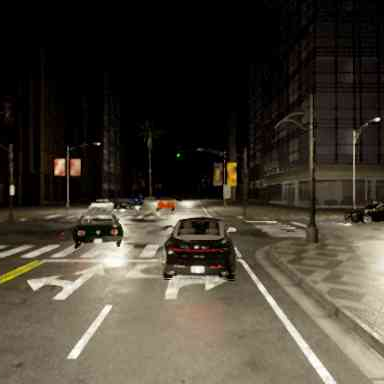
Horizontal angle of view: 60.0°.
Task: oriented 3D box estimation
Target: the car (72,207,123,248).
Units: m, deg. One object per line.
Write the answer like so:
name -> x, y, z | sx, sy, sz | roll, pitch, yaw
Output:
car -> -4.201, 1.580, 14.856 | 1.895, 1.301, 4.718 | 0, 0, -16

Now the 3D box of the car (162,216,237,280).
car -> 0.270, 1.494, 9.944 | 1.837, 1.490, 4.892 | 0, 0, 3

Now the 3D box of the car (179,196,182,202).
car -> -3.236, 1.666, 78.095 | 1.812, 1.442, 4.674 | 0, 0, 0

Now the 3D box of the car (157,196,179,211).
car -> -3.142, 1.382, 41.496 | 2.097, 1.767, 4.553 | 0, 0, 0

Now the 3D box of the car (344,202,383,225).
car -> 13.133, 1.442, 23.038 | 4.892, 1.490, 1.837 | 0, 0, -1

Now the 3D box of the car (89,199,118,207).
car -> -9.836, 1.546, 36.406 | 1.812, 1.442, 4.674 | 0, 0, 0

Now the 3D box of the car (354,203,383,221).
car -> 15.190, 1.515, 25.824 | 4.313, 1.339, 1.947 | 0, 0, -1

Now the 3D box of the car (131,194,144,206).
car -> -9.740, 1.294, 57.767 | 2.150, 2.045, 5.566 | 0, 0, 0

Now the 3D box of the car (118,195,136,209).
car -> -9.806, 1.590, 47.061 | 2.033, 1.411, 5.357 | 0, 0, 0
